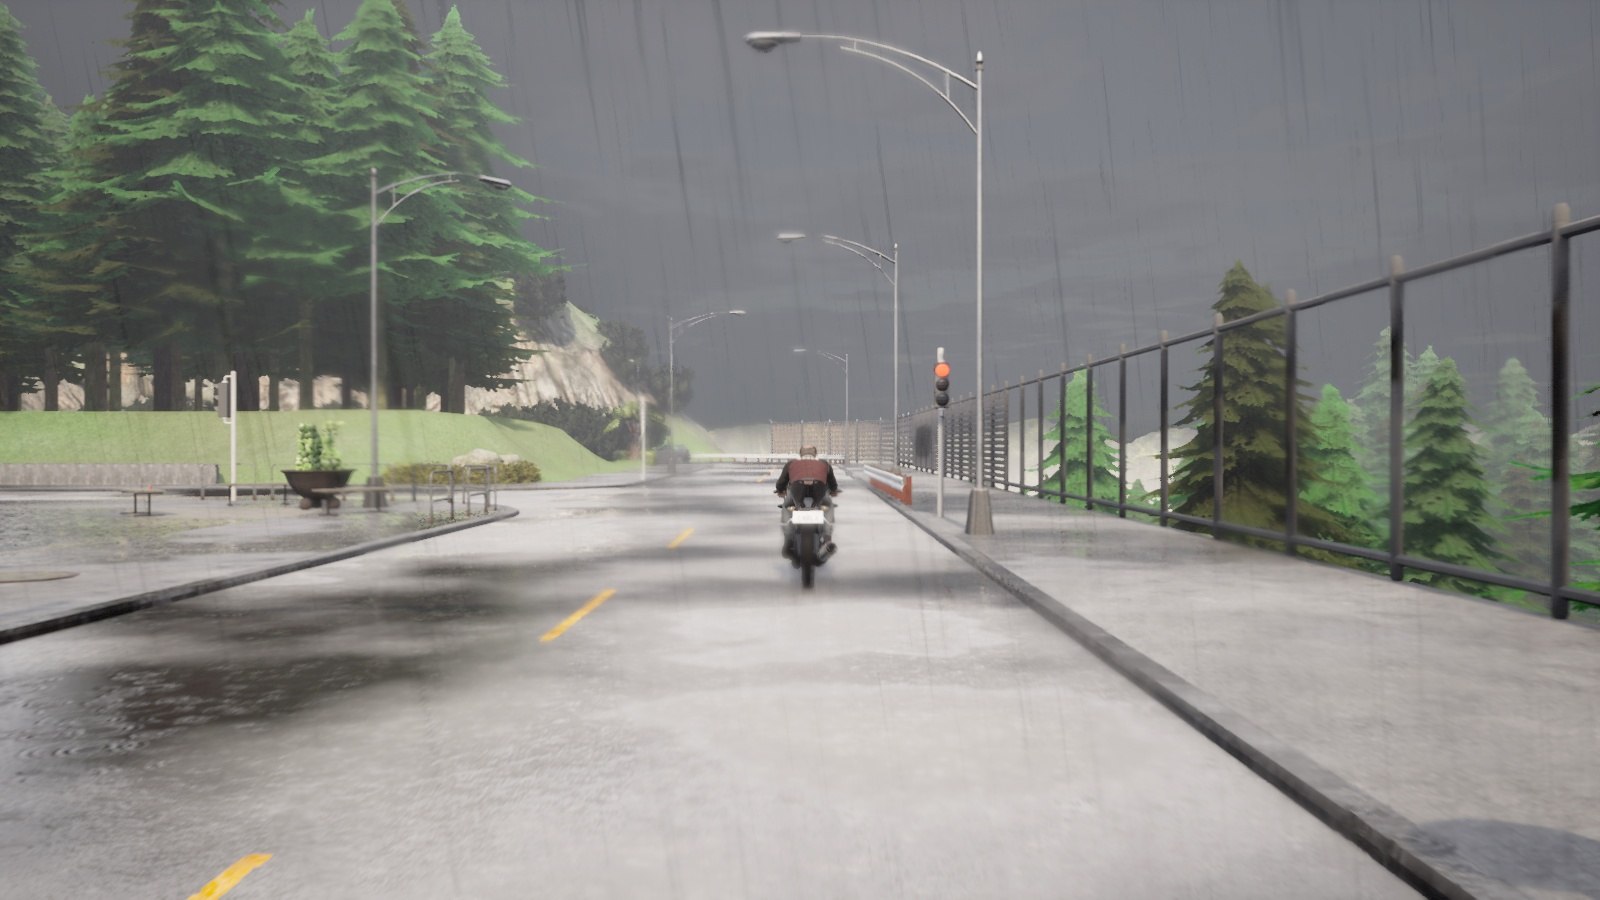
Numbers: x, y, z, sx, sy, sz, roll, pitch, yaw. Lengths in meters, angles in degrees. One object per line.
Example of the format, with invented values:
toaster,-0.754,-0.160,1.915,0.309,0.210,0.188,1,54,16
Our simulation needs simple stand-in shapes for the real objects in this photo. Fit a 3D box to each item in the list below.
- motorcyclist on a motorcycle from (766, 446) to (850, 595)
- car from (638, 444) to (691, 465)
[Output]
motorcyclist on a motorcycle,0.090,0.720,14.012,0.866,1.530,2.191,0,0,0
car,-10.236,0.337,95.074,3.633,1.501,1.845,0,0,9
